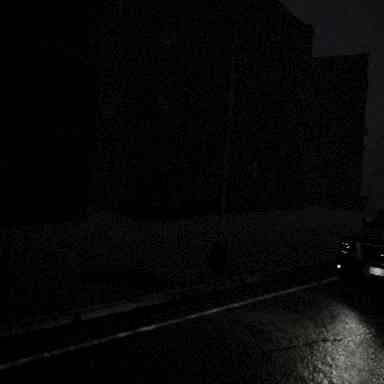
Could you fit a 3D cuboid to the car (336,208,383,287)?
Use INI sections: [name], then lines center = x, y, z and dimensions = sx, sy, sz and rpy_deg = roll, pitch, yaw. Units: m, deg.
[car]
center = 5.909, 1.234, 8.339
dimensions = 5.566, 2.045, 2.150
rpy_deg = 0, 0, -37
